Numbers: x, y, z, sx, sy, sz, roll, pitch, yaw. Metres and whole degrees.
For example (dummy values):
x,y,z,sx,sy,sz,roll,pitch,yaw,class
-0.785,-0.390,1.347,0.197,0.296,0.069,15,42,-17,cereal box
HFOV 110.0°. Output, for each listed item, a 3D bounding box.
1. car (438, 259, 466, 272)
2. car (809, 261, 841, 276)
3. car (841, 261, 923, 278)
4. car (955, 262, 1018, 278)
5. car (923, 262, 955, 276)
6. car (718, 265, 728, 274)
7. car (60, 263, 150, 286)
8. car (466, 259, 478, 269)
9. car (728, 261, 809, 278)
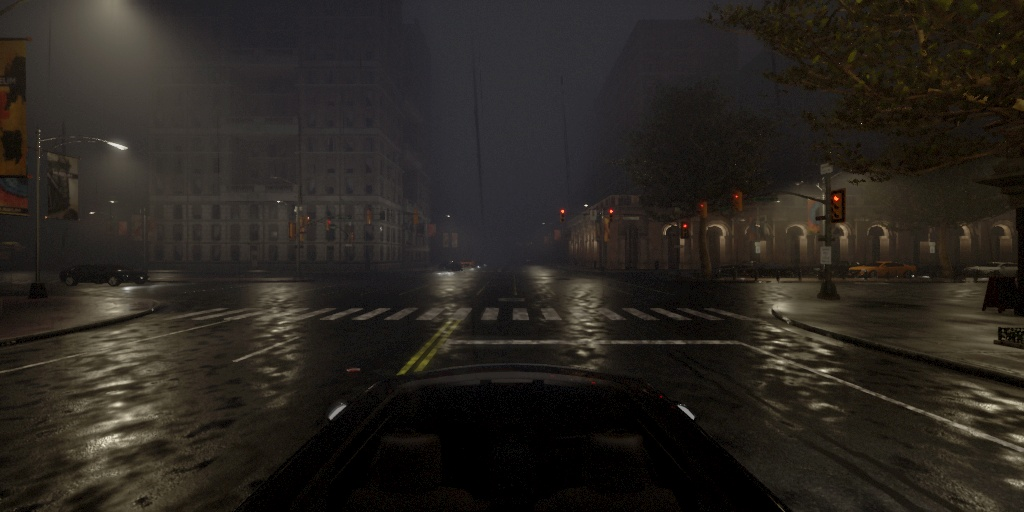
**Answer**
x,y,z,sx,sy,sz,roll,pitch,yaw,class
-7.735,1.314,45.131,1.994,1.385,4.181,0,0,11,car
32.886,1.241,35.872,4.902,1.511,2.128,0,0,0,car
33.330,1.228,32.367,5.008,1.535,1.882,0,0,0,car
43.604,1.276,32.312,4.674,1.442,1.812,0,0,1,car
42.935,1.314,35.816,4.181,1.385,1.994,0,0,0,car
23.289,1.241,35.911,4.902,1.511,2.128,0,0,0,car
-27.647,1.255,24.430,4.892,1.490,1.837,0,0,0,car
-7.170,1.227,58.609,1.882,1.535,5.008,0,0,0,car
23.088,1.297,32.412,5.357,1.411,2.033,0,0,0,car
